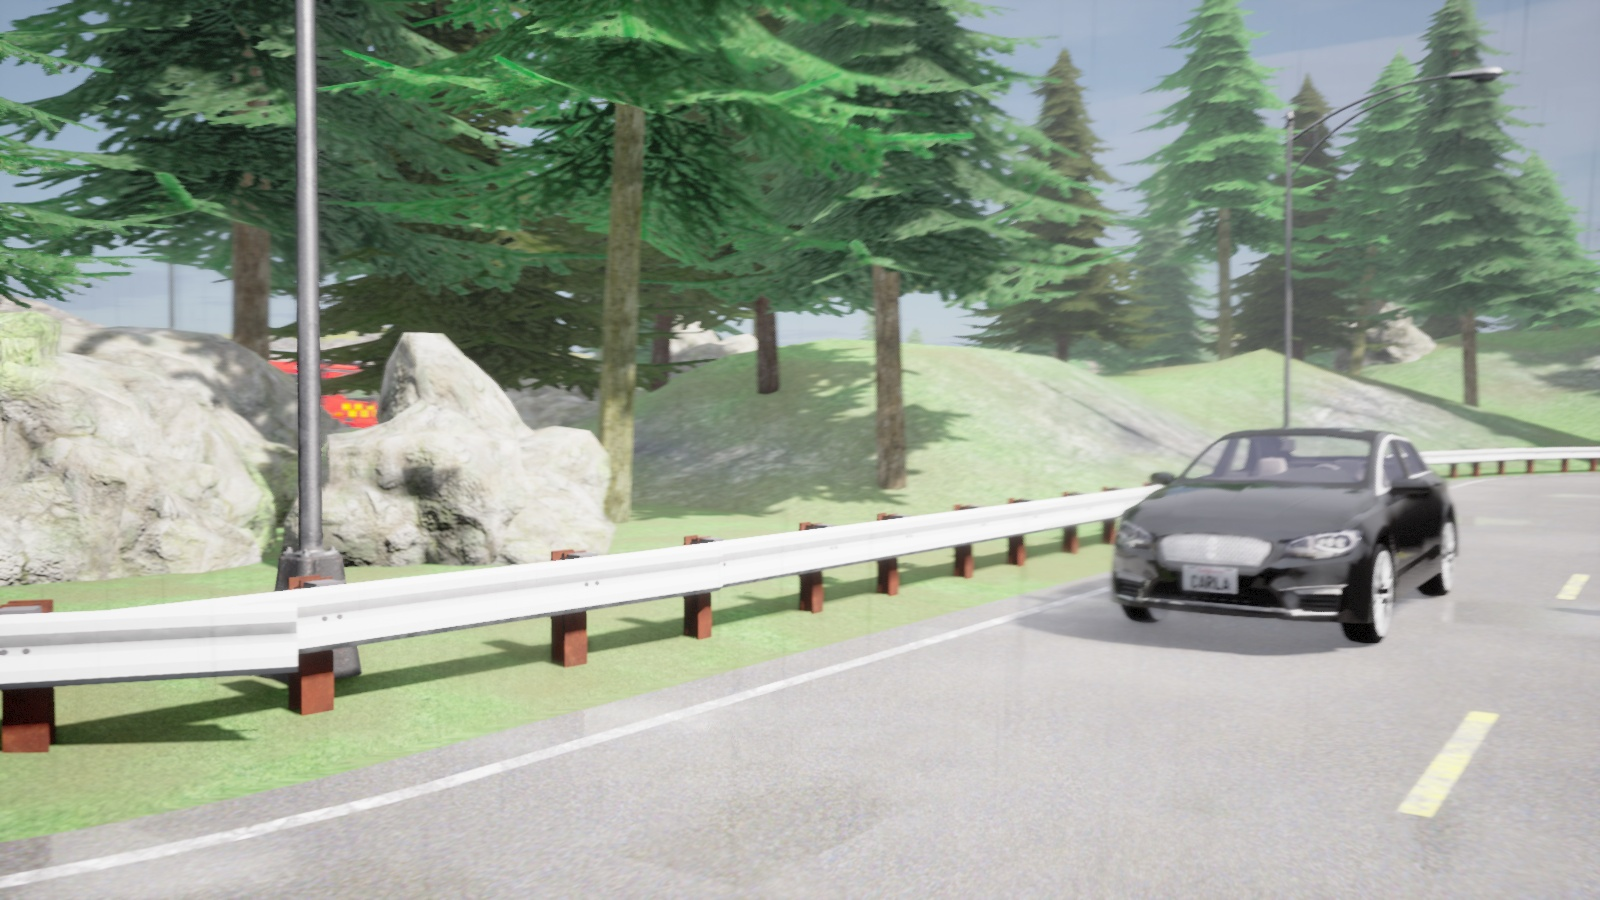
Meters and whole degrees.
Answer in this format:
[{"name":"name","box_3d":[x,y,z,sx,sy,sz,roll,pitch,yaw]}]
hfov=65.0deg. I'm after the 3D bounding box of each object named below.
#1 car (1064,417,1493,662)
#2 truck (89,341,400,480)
[{"name":"car","box_3d":[4.194,0.493,10.400,2.128,1.511,4.902,1,2,36]},{"name":"truck","box_3d":[-16.867,-1.197,38.877,2.891,3.827,8.468,1,2,35]}]
